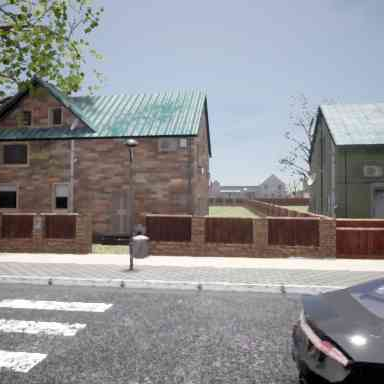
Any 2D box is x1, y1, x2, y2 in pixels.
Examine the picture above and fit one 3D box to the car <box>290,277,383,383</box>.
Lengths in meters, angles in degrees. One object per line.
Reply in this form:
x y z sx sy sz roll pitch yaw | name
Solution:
3.443 1.515 3.016 4.902 1.511 2.128 -1 -2 8 | car
